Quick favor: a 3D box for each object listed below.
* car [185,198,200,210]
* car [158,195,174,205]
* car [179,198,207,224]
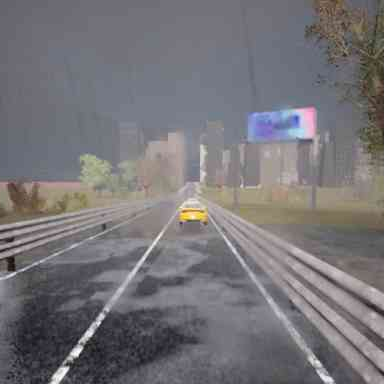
[{"bbox_3d":[0.047,1.513,42.582,1.812,1.442,4.674,0,0,0],"label":"car"},{"bbox_3d":[-3.291,1.119,42.507,1.882,1.535,5.008,0,0,0],"label":"car"},{"bbox_3d":[0.078,1.470,24.392,1.882,1.535,5.008,0,0,0],"label":"car"}]
